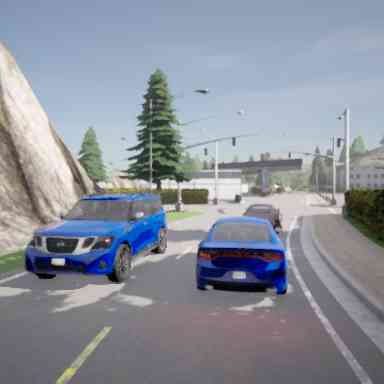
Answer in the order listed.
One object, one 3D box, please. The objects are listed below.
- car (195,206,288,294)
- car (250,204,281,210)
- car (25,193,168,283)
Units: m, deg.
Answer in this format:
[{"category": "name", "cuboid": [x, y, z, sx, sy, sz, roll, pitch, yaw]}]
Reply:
[{"category": "car", "cuboid": [1.312, 1.354, 8.593, 1.882, 1.535, 5.008, 0, 1, 10]}, {"category": "car", "cuboid": [3.734, 1.309, 17.778, 1.994, 1.385, 4.181, 0, 1, 17]}, {"category": "car", "cuboid": [-2.301, 1.082, 9.729, 2.150, 2.045, 5.566, 0, 1, 11]}]
